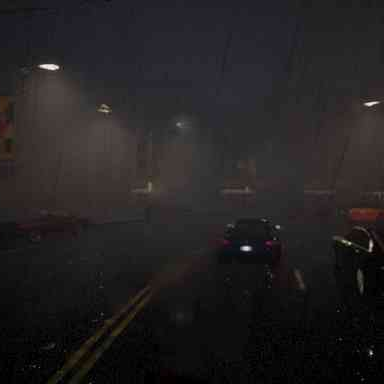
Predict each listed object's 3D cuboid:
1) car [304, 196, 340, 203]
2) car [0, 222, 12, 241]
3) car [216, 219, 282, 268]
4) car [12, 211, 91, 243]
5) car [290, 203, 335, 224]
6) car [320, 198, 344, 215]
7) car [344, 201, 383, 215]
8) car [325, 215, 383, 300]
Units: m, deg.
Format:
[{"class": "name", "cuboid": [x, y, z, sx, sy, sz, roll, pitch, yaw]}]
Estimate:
[{"class": "car", "cuboid": [16.284, 1.521, 41.336, 5.566, 2.045, 2.150, 0, -1, -27]}, {"class": "car", "cuboid": [-8.721, 1.539, 11.148, 2.002, 1.452, 4.674, 0, 0, 12]}, {"class": "car", "cuboid": [2.124, 1.638, 11.694, 1.994, 1.385, 4.181, 0, 0, 15]}, {"class": "car", "cuboid": [-7.312, 1.650, 16.702, 1.895, 1.301, 4.718, 0, 0, 22]}, {"class": "car", "cuboid": [9.634, 1.790, 26.663, 1.895, 1.301, 4.718, 0, 0, 38]}, {"class": "car", "cuboid": [17.280, 1.790, 37.822, 4.892, 1.490, 1.837, 0, -1, -29]}, {"class": "car", "cuboid": [14.121, 1.561, 26.367, 2.097, 1.767, 4.553, 0, 0, 42]}, {"class": "car", "cuboid": [4.810, 1.575, 8.321, 1.837, 1.490, 4.892, 0, 0, 13]}]
